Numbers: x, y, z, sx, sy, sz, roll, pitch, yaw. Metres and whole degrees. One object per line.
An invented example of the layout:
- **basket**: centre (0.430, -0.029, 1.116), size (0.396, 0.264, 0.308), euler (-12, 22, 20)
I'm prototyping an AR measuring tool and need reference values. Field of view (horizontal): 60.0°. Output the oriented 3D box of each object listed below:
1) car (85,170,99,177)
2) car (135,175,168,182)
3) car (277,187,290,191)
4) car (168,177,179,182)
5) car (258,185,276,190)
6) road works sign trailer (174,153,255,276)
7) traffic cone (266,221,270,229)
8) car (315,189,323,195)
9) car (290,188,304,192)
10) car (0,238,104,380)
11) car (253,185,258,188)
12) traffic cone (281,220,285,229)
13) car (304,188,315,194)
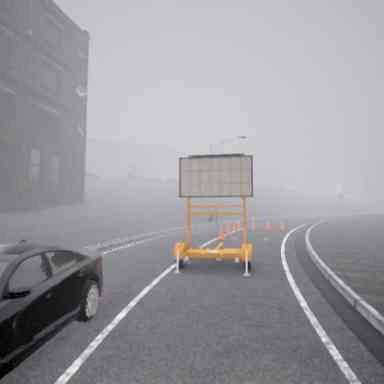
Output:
- **car**: centre (-16.470, -2.621, 50.734), size (4.553, 1.767, 2.185), euler (3, -5, -33)
- **car**: centre (-7.291, -2.075, 56.665), size (4.892, 1.521, 2.231), euler (3, -5, -33)
- **car**: centre (19.690, -0.447, 76.228), size (4.674, 1.452, 2.002), euler (4, -6, -39)
- **car**: centre (-2.665, -1.849, 59.669), size (4.892, 1.521, 2.231), euler (3, -5, -33)
- **car**: centre (15.403, -0.743, 72.764), size (4.792, 1.488, 2.163), euler (4, -6, -38)
- **road works sign trailer**: centre (0.807, 0.578, 10.877), size (2.380, 3.560, 2.880), euler (-1, -1, 12)
- **traffic cone**: centre (5.231, 2.270, 22.999), size (0.340, 0.580, 0.340), euler (-2, -2, 17)
- **car**: centre (32.174, 0.237, 87.251), size (5.566, 2.045, 2.435), euler (5, -7, -42)
- **car**: centre (23.827, -0.195, 79.724), size (4.892, 1.521, 2.231), euler (4, -6, -40)
- **car**: centre (-2.895, 1.533, 4.702), size (1.882, 1.535, 5.008), euler (-1, -1, 6)
- **car**: centre (10.886, -1.188, 69.266), size (4.553, 1.767, 2.185), euler (3, -6, -36)
- **traffic cone**: centre (6.186, 2.240, 22.712), size (0.340, 0.580, 0.340), euler (-2, -2, 17)
- **car**: centre (28.044, 0.007, 83.459), size (4.553, 1.767, 2.185), euler (5, -6, -41)
